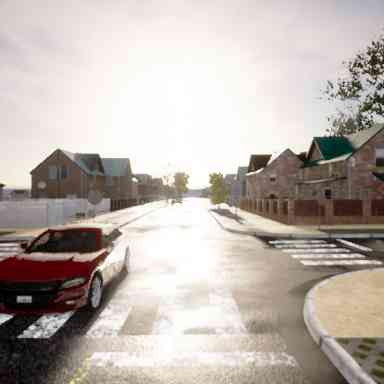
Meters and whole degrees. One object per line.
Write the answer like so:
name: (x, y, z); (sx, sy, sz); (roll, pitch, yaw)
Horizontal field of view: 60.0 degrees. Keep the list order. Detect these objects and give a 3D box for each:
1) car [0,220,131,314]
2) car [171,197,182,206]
car: (-2.736, 1.501, 7.934); (1.882, 1.535, 5.008); (0, 0, 0)
car: (-2.633, 1.535, 57.802); (2.128, 1.511, 4.902); (0, 0, 0)
